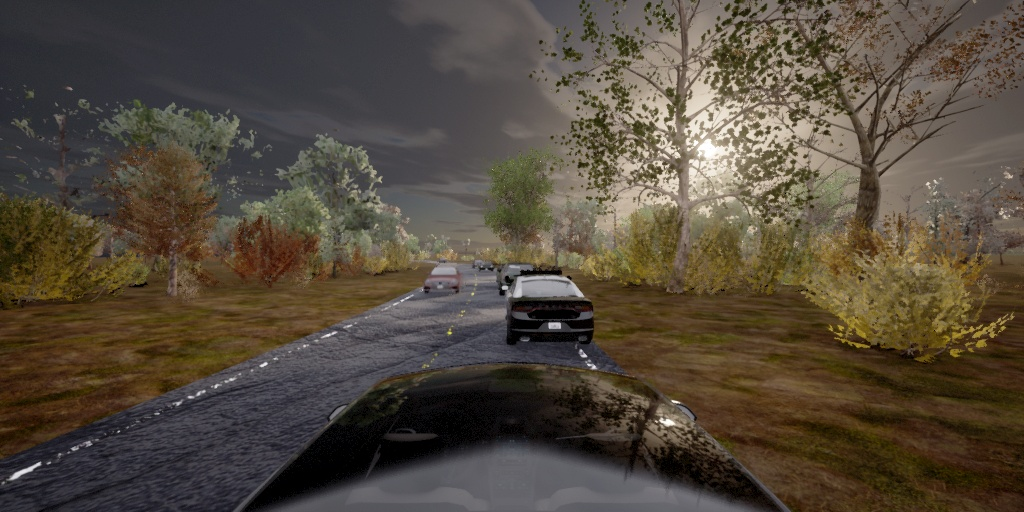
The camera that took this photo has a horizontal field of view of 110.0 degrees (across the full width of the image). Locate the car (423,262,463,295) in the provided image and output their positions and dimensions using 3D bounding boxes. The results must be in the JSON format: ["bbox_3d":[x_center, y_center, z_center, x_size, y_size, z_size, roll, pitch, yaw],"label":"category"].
[{"bbox_3d":[-3.736,1.274,20.153,1.812,1.442,4.674,0,0,-4],"label":"car"}]

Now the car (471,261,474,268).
[{"bbox_3d":[-5.593,1.291,58.802,2.033,1.411,5.357,0,0,-11],"label":"car"}]

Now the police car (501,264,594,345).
[{"bbox_3d":[0.765,1.175,9.670,1.930,1.638,5.238,0,0,-2],"label":"police car"}]

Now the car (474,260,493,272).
[{"bbox_3d":[-3.496,1.346,46.563,1.895,1.301,4.718,0,0,-9],"label":"car"}]

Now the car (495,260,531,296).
[{"bbox_3d":[0.291,1.100,19.598,2.097,1.767,4.553,0,0,-4],"label":"car"}]

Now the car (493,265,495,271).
[{"bbox_3d":[-0.155,1.253,25.658,1.837,1.490,4.892,0,0,-5],"label":"car"}]
